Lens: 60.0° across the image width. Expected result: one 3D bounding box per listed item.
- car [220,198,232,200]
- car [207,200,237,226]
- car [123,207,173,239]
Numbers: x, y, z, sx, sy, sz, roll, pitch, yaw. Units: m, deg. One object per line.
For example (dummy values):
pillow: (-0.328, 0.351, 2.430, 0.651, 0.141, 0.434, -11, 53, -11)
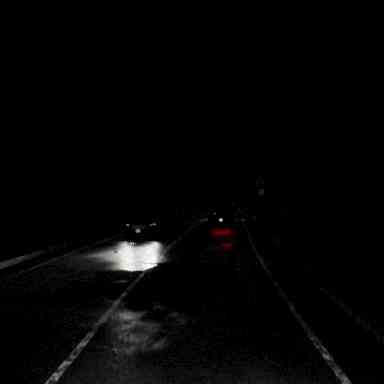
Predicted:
car: (4.285, 1.500, 41.557, 2.097, 1.767, 4.553, -1, 0, 7)
car: (2.194, 1.587, 24.409, 1.837, 1.490, 4.892, -1, 0, 7)
car: (-2.284, 1.581, 18.183, 2.128, 1.511, 4.902, -1, 0, 7)
